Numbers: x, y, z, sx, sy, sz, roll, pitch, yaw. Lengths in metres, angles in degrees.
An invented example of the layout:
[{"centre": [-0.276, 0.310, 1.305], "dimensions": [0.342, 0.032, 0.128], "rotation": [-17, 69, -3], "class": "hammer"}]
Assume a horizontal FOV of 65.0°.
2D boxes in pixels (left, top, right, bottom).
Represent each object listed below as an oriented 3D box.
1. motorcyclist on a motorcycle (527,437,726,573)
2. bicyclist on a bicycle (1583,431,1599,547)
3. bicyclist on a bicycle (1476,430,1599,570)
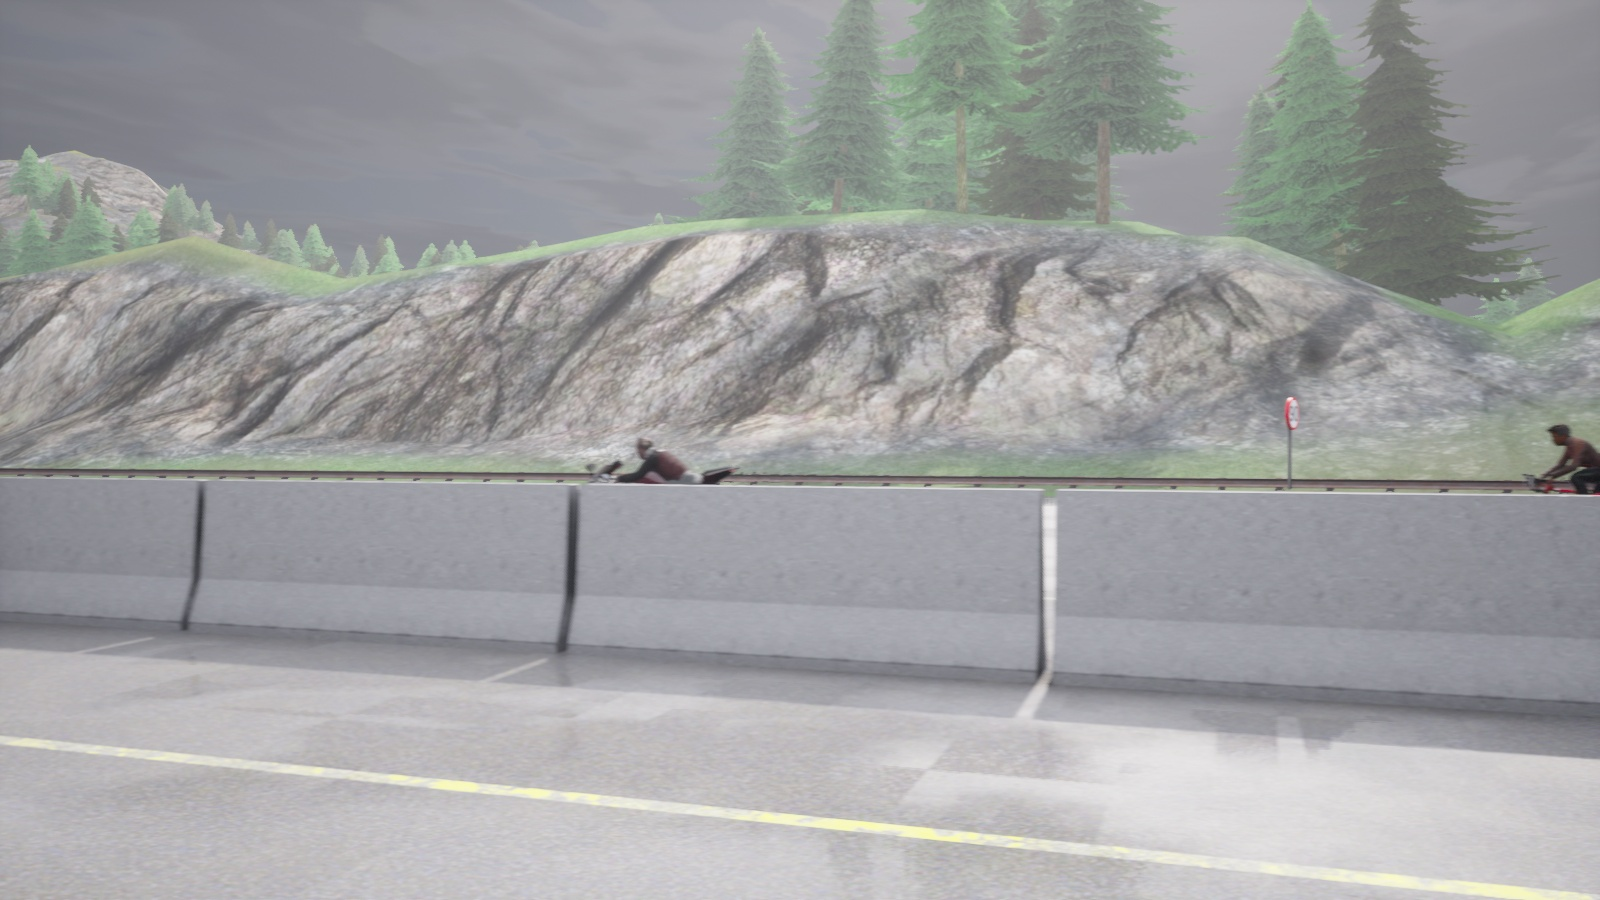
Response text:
[{"centre": [-2.061, 0.614, 14.964], "dimensions": [2.191, 1.530, 0.866], "rotation": [0, 1, 19], "class": "motorcyclist on a motorcycle"}, {"centre": [12.017, 0.543, 17.611], "dimensions": [1.656, 1.620, 0.582], "rotation": [0, 1, 19], "class": "bicyclist on a bicycle"}, {"centre": [9.015, 0.574, 14.929], "dimensions": [1.656, 1.620, 0.582], "rotation": [0, 1, 19], "class": "bicyclist on a bicycle"}]
